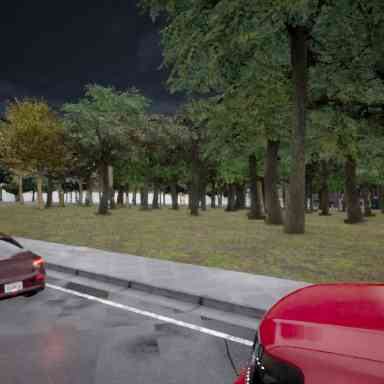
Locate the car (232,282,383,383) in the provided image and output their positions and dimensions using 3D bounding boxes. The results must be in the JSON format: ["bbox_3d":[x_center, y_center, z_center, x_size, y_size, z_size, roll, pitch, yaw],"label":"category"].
[{"bbox_3d":[2.923,1.222,1.601,5.566,2.045,2.150,0,0,35],"label":"car"}]

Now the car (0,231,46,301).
[{"bbox_3d":[-5.036,1.524,7.258,4.674,1.442,1.812,0,0,36],"label":"car"}]
